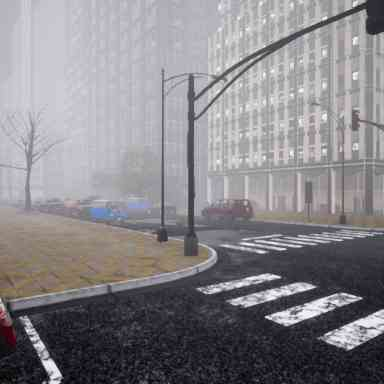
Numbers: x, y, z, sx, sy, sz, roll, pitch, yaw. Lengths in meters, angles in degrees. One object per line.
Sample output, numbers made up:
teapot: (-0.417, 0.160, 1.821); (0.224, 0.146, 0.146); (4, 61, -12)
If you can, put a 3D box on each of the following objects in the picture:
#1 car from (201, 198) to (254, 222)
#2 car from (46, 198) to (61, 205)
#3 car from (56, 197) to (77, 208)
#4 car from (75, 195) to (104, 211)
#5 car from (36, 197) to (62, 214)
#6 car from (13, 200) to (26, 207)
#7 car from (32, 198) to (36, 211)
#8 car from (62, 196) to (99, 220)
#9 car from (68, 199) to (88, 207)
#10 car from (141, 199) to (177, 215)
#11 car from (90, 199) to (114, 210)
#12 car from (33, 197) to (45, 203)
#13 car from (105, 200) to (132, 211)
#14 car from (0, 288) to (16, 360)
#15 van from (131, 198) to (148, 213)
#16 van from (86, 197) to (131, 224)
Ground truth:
car: (2.878, 1.454, 27.585); (2.192, 1.841, 5.009); (0, 0, -36)
car: (-30.340, 2.062, 72.659); (1.947, 1.339, 4.313); (0, 0, -36)
car: (-20.799, 1.721, 55.187); (2.097, 1.767, 4.553); (0, 0, -36)
car: (-14.493, 1.524, 46.702); (2.150, 2.045, 5.566); (0, 0, -36)
car: (-16.809, 1.585, 40.172); (2.192, 1.841, 5.009); (0, 0, -36)
car: (-30.328, 1.995, 58.518); (1.802, 1.307, 4.206); (0, 0, -36)
car: (-20.188, 1.746, 44.758); (1.967, 1.590, 4.097); (0, 0, -36)
car: (-10.048, 1.511, 30.998); (2.192, 1.841, 5.009); (0, 0, -36)
car: (-20.198, 1.941, 58.898); (2.008, 1.369, 4.403); (0, 0, -36)
car: (-3.296, 1.759, 35.965); (2.008, 1.369, 4.403); (0, 0, -36)
car: (-13.539, 1.844, 49.862); (1.752, 1.417, 4.829); (0, 0, -36)
car: (-39.100, 2.064, 85.075); (1.882, 1.535, 5.008); (0, 0, -36)
car: (-10.057, 1.848, 45.138); (1.947, 1.339, 4.313); (0, 0, -36)
car: (-4.264, 1.440, 3.515); (4.097, 1.590, 1.967); (0, 0, -36)
van: (-6.678, 1.586, 40.552); (1.690, 1.788, 3.998); (0, 0, -36)
van: (-6.668, 1.499, 26.412); (1.690, 1.788, 3.998); (0, 0, -36)
